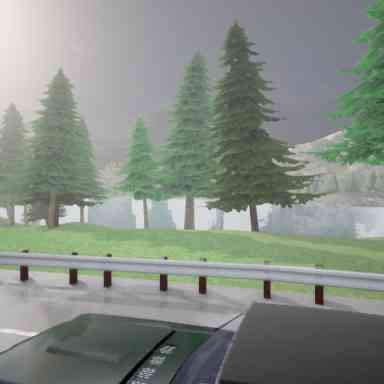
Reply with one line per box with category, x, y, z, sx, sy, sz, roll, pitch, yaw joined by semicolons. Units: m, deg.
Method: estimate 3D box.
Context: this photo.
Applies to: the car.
car;0.483;1.600;2.364;4.718;1.301;1.895;0;0;19
